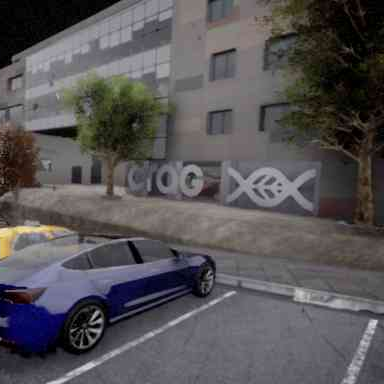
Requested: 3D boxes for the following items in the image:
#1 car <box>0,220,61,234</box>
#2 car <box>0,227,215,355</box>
[{"bbox_3d":[-3.587,1.456,8.051,1.946,1.575,5.366,0,0,35],"label":"car"},{"bbox_3d":[-1.400,1.497,6.306,2.163,1.488,4.792,0,0,35],"label":"car"}]
